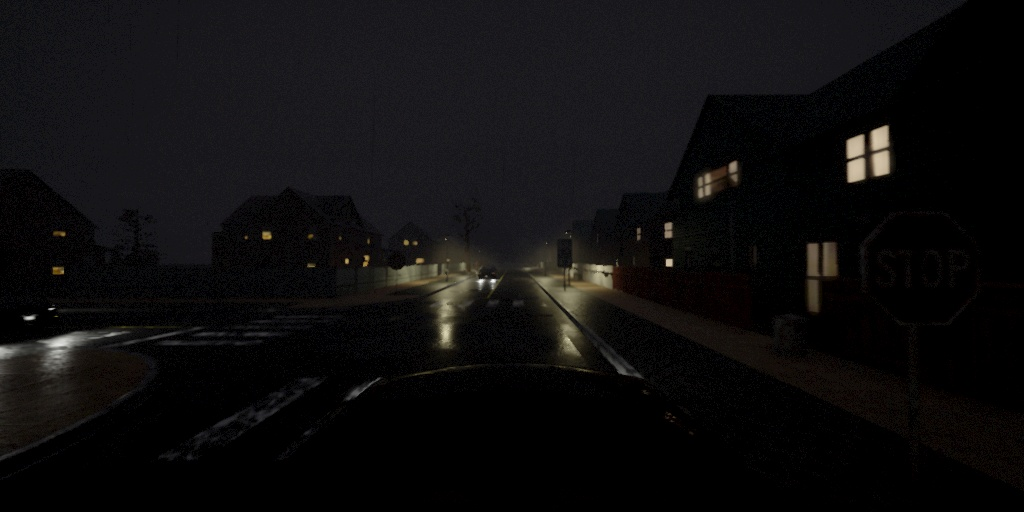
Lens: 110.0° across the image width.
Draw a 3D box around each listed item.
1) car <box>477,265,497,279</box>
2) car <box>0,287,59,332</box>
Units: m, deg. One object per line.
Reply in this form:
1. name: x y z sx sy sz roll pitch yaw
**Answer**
1. car: -2.506 1.625 37.847 2.033 1.411 5.357 0 -1 0
2. car: -14.704 1.331 9.136 4.892 1.490 1.837 0 -1 0
